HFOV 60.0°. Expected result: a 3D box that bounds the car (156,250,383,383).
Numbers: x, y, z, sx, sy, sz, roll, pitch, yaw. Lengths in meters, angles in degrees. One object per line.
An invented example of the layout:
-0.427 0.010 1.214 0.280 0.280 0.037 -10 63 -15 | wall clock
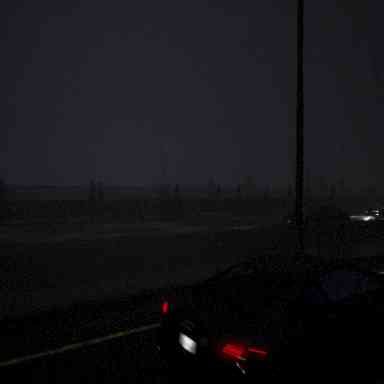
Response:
1.631 1.541 4.556 4.181 1.385 1.994 0 0 -33 | car

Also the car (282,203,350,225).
7.688 1.432 20.406 4.674 1.442 1.812 0 0 -28 | car

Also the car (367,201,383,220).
13.048 1.152 19.252 5.566 2.045 2.150 0 0 -27 | car
